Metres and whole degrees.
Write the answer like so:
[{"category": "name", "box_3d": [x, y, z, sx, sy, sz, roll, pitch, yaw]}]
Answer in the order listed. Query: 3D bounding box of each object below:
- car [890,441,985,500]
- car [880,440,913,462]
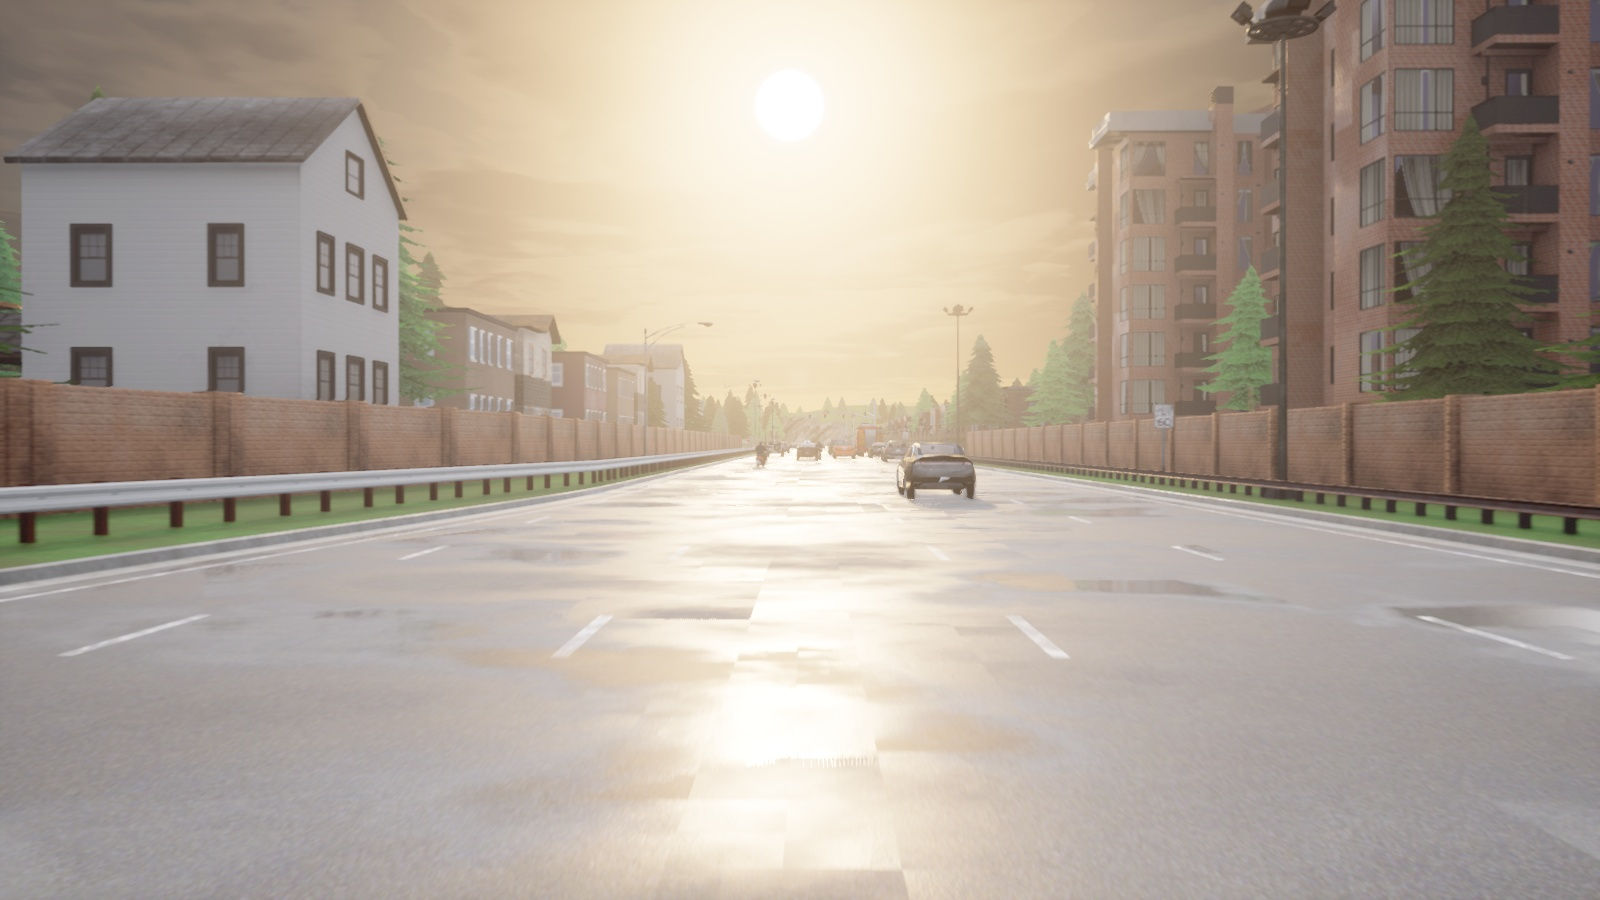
[{"category": "car", "box_3d": [3.713, 0.511, 34.765, 2.128, 1.511, 4.902, 0, 0, 0]}, {"category": "car", "box_3d": [7.577, 0.042, 98.831, 2.242, 1.667, 4.611, 0, 0, 0]}]
